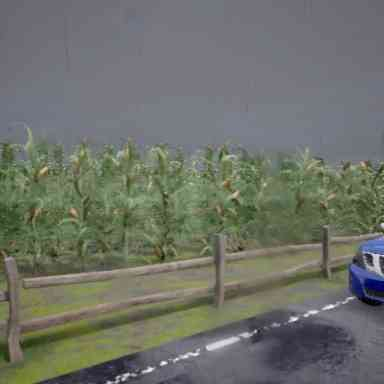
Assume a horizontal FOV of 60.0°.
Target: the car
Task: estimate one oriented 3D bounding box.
[{"bbox_3d":[5.604,1.254,6.992,5.566,2.045,2.150,0,0,-36],"label":"car"}]
